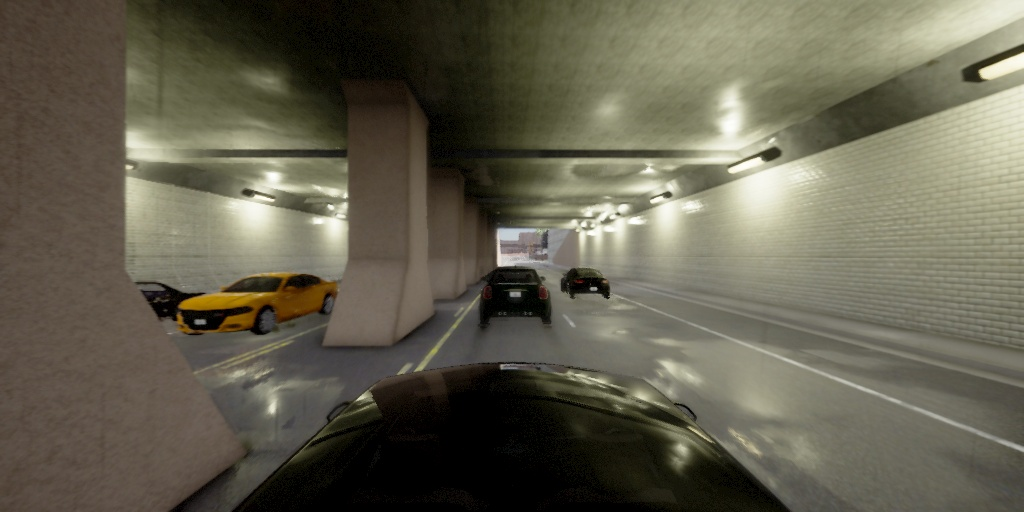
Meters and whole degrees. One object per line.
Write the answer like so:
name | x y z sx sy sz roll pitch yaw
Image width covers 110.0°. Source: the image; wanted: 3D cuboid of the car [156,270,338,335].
car | -7.099 1.228 10.667 1.882 1.535 5.008 0 0 0

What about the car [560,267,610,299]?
car | 3.587 1.276 18.027 1.812 1.442 4.674 0 0 0

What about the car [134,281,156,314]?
car | -10.600 1.351 9.307 1.895 1.301 4.718 0 0 0

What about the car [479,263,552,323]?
car | 0.100 1.102 12.190 2.097 1.767 4.553 0 0 0
